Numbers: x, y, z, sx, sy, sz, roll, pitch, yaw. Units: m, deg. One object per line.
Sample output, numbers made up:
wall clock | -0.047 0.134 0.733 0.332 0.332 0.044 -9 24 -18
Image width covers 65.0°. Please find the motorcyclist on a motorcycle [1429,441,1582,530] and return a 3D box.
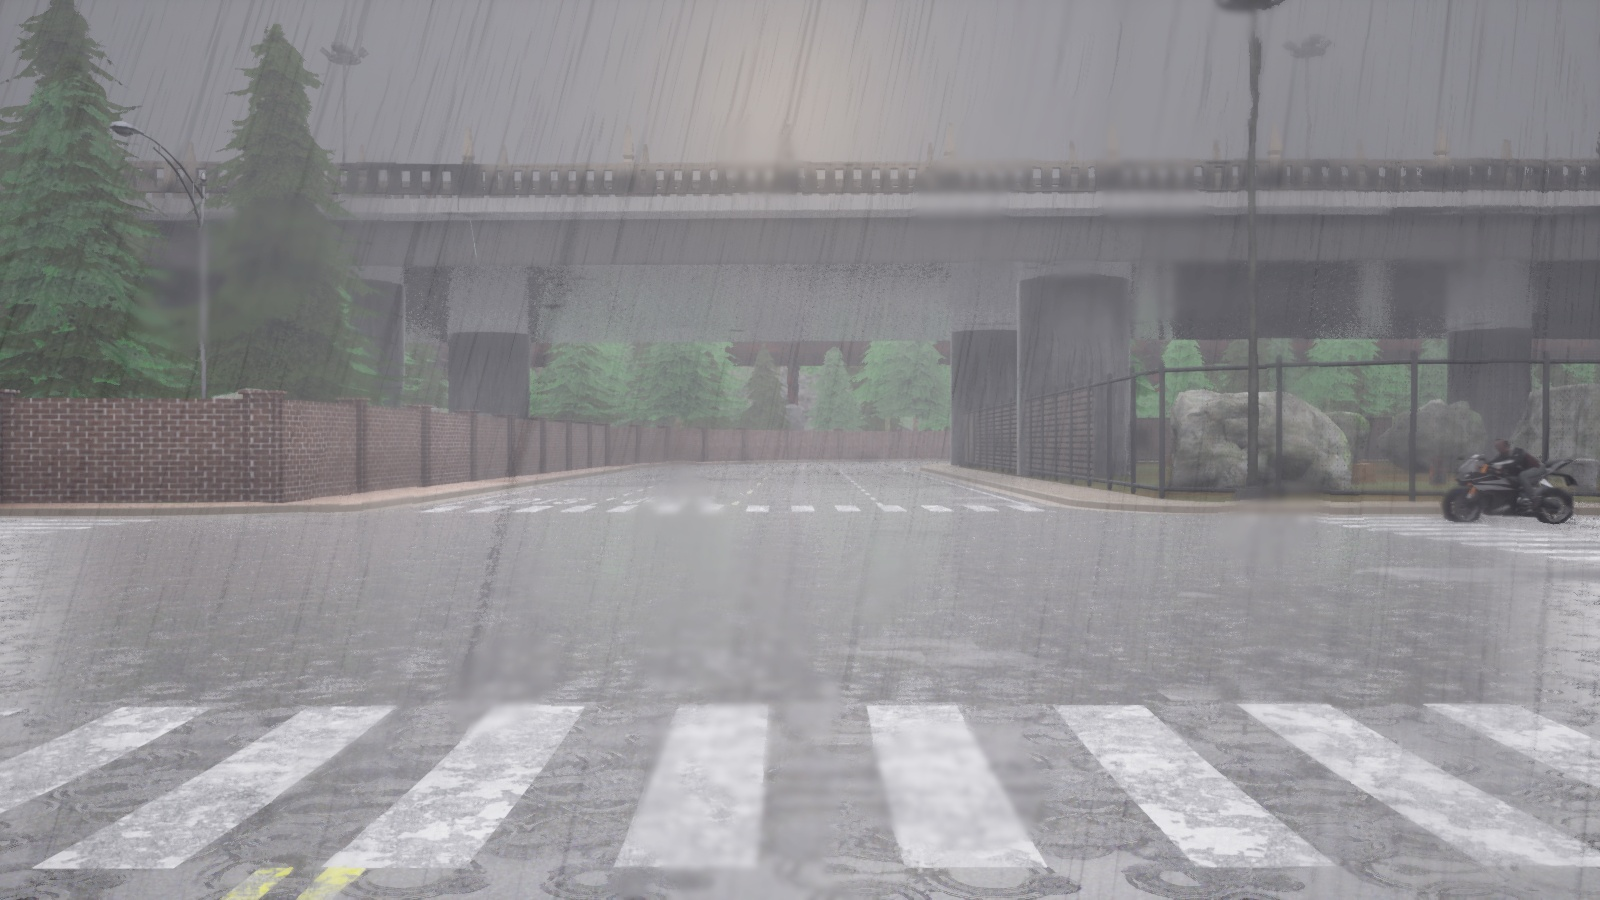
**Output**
motorcyclist on a motorcycle | 12.398 0.611 22.115 2.191 1.530 0.866 0 0 2
